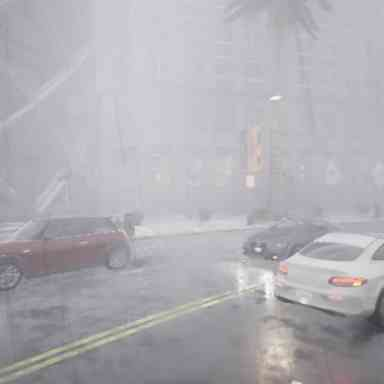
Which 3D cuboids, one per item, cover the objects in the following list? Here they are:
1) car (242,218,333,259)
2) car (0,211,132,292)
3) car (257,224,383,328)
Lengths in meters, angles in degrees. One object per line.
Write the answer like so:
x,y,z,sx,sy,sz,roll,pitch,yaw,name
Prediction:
3.763,1.623,11.601,4.181,1.385,1.994,0,-1,-32,car
-4.103,1.495,9.607,4.553,1.767,2.097,0,-1,-43,car
3.650,1.546,7.004,4.674,1.442,1.812,0,-1,-39,car
